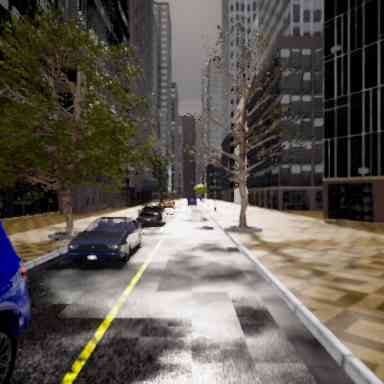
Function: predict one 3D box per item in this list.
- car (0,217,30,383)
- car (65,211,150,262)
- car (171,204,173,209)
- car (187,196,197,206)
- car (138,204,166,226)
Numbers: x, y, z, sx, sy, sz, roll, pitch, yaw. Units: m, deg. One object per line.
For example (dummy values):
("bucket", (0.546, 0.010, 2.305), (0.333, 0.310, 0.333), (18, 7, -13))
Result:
("car", (-3.100, 1.238, 1.981), (2.150, 2.045, 5.566), (0, 0, -1))
("car", (-3.093, 1.671, 12.967), (2.033, 1.411, 5.357), (0, -1, 0))
("car", (-3.005, 1.621, 41.212), (1.895, 1.301, 4.718), (0, -1, 0))
("car", (-0.008, 1.981, 73.067), (2.150, 2.045, 5.566), (0, -1, 0))
("car", (-3.032, 1.758, 25.770), (1.837, 1.490, 4.892), (0, -1, 0))
